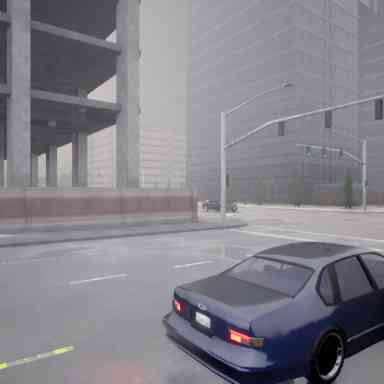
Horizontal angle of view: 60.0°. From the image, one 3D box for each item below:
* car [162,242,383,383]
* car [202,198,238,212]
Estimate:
[{"bbox_3d":[2.184,1.547,5.348,5.357,1.411,2.033,0,0,-35],"label":"car"},{"bbox_3d":[3.106,1.505,37.433,1.837,1.490,4.892,0,0,-36],"label":"car"}]
